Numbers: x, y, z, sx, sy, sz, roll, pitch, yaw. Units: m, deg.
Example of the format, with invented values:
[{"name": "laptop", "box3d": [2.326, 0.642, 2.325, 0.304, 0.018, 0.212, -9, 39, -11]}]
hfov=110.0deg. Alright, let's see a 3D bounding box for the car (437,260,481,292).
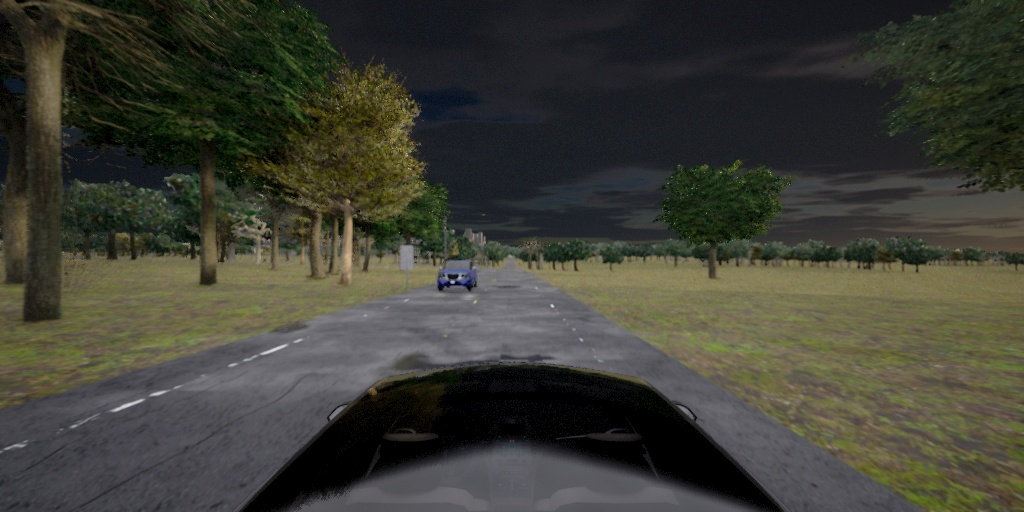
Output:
[{"name": "car", "box3d": [-3.609, 1.269, 24.566, 2.150, 2.045, 5.566, 0, -1, 0]}]
